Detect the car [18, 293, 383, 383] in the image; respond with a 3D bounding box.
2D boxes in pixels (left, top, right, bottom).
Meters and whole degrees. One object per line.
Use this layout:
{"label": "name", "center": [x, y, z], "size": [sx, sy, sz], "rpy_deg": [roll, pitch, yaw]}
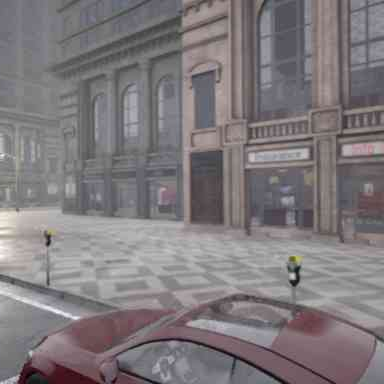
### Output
{"label": "car", "center": [0.266, 1.575, 2.772], "size": [4.206, 1.307, 1.802], "rpy_deg": [0, 0, 35]}
